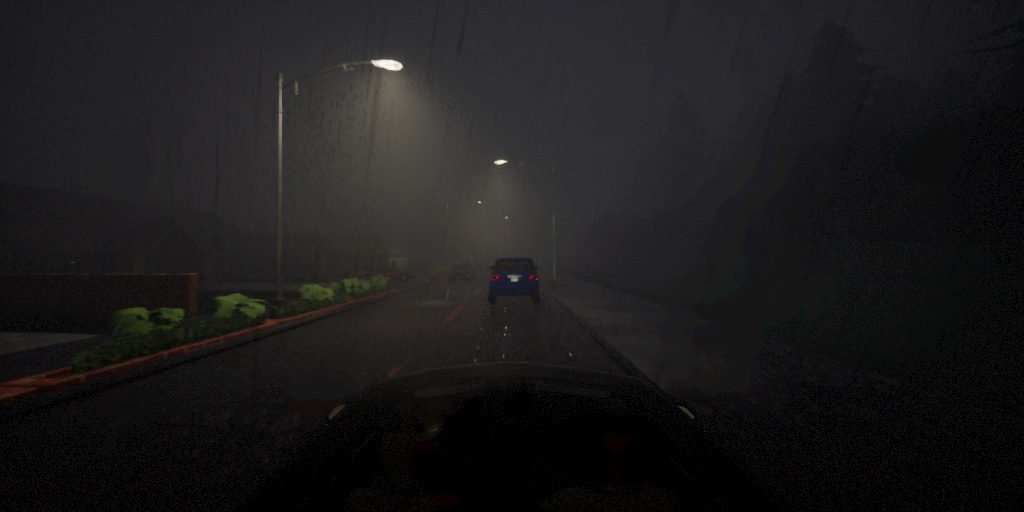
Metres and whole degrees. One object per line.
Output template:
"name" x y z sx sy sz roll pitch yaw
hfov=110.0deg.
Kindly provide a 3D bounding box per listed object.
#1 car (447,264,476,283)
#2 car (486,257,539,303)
"car" -4.099 1.389 29.821 1.882 1.535 5.008 0 0 0
"car" 0.099 1.062 17.253 2.150 2.045 5.566 0 0 0
